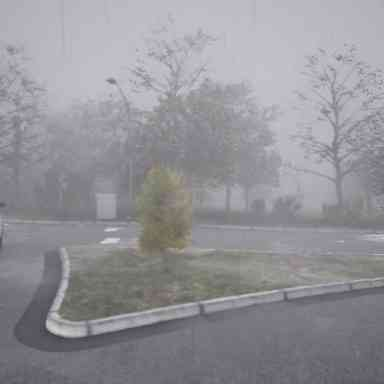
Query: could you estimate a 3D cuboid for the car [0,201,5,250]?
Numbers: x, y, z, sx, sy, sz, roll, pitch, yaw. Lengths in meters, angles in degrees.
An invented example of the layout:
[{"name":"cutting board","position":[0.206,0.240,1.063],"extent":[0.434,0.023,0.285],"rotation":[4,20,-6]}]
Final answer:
[{"name":"car","position":[-8.310,0.973,12.397],"extent":[2.150,2.045,5.566],"rotation":[-1,1,-30]}]
